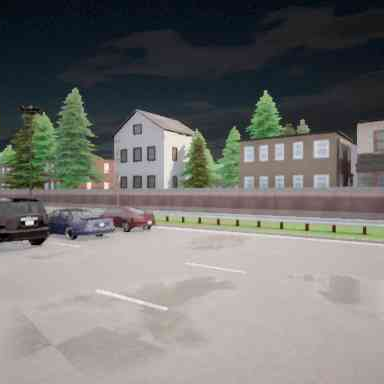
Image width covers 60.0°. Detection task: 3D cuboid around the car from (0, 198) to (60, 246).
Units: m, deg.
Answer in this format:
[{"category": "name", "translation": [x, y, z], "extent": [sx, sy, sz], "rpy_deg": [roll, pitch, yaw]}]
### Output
[{"category": "car", "translation": [-8.293, 1.255, 14.084], "extent": [5.566, 2.045, 2.150], "rpy_deg": [0, 0, 36]}]

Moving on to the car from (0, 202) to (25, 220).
[{"category": "car", "translation": [-16.415, 1.570, 28.476], "extent": [4.181, 1.385, 1.994], "rpy_deg": [0, 0, 36]}]

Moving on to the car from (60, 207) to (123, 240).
[{"category": "car", "translation": [-6.236, 1.560, 16.916], "extent": [5.357, 1.411, 2.033], "rpy_deg": [0, 0, 36]}]

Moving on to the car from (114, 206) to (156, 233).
[{"category": "car", "translation": [-4.204, 1.530, 19.765], "extent": [4.674, 1.442, 1.812], "rpy_deg": [0, 0, 36]}]
